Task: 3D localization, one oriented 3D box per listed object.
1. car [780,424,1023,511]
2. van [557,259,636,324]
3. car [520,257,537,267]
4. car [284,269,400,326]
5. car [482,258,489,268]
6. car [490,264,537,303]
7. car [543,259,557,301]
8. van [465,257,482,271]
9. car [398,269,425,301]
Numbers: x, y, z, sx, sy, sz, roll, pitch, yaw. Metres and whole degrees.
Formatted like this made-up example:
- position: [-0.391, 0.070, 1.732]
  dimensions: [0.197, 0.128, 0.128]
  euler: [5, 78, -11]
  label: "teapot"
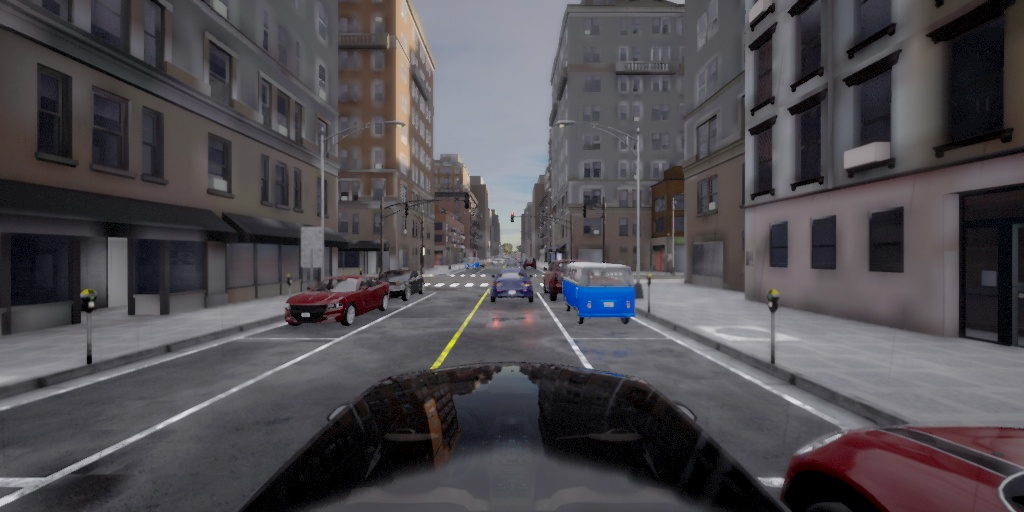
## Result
- position: [2.637, 1.187, 0.587]
  dimensions: [1.967, 1.591, 4.097]
  euler: [0, 0, 0]
  label: "car"
- position: [2.638, 1.087, 11.609]
  dimensions: [1.690, 1.789, 3.998]
  euler: [0, 0, 0]
  label: "van"
- position: [2.705, 1.051, 54.491]
  dimensions: [2.192, 1.841, 5.009]
  euler: [0, 0, 0]
  label: "car"
- position: [-5.388, 1.291, 11.609]
  dimensions: [1.888, 1.381, 4.507]
  euler: [0, 0, 0]
  label: "car"
- position: [-5.405, 1.301, 59.896]
  dimensions: [1.948, 1.339, 4.313]
  euler: [0, 0, 0]
  label: "car"
- position: [0.000, 1.280, 16.500]
  dimensions: [1.812, 1.442, 4.674]
  euler: [0, 0, 0]
  label: "car"
- position: [2.638, 1.060, 17.120]
  dimensions: [2.192, 1.841, 5.009]
  euler: [0, 0, 0]
  label: "car"
- position: [-5.408, 1.079, 49.084]
  dimensions: [1.690, 1.789, 3.998]
  euler: [0, 0, 0]
  label: "van"
- position: [-5.388, 1.311, 17.120]
  dimensions: [1.948, 1.339, 4.313]
  euler: [0, 0, 0]
  label: "car"
